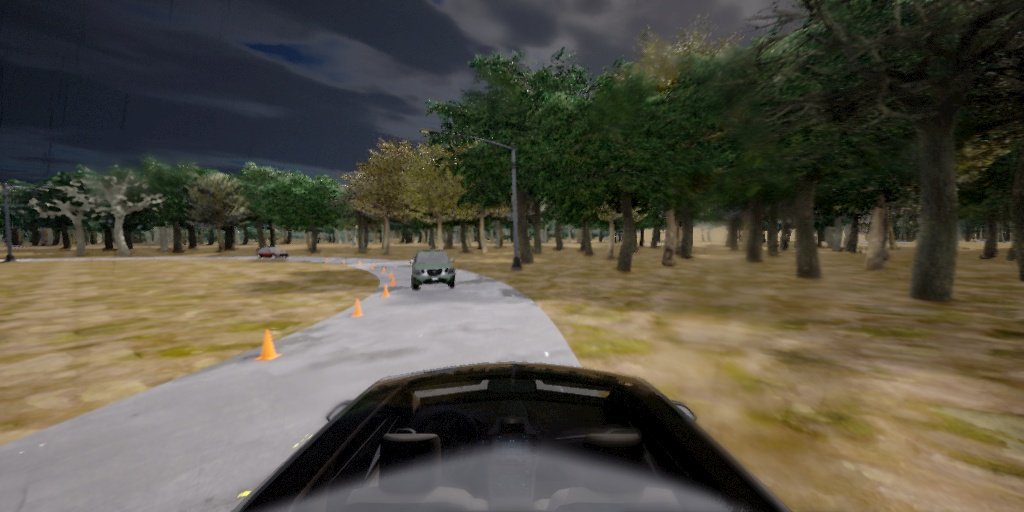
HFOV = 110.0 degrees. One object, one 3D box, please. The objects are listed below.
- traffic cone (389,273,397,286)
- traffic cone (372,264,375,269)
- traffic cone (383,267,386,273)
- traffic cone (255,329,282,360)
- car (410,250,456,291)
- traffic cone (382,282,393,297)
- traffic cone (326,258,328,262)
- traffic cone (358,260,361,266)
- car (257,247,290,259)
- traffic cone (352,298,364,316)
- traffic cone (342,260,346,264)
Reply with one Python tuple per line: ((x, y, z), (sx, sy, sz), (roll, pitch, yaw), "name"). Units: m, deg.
((-7.036, 1.475, 21.356), (0.340, 0.580, 0.340), (0, 0, -17), "traffic cone")
((-13.183, 0.943, 34.056), (0.340, 0.580, 0.340), (0, 0, -34), "traffic cone")
((-10.706, 1.141, 30.039), (0.340, 0.580, 0.340), (0, 0, -29), "traffic cone")
((-4.992, 1.792, 7.353), (0.340, 0.580, 0.340), (0, 0, 0), "traffic cone")
((-4.532, 0.700, 20.360), (2.150, 2.045, 5.566), (-2, 2, -15), "car")
((-5.882, 1.607, 16.778), (0.340, 0.580, 0.340), (0, 0, -11), "traffic cone")
((-22.865, 0.445, 44.327), (0.340, 0.580, 0.340), (0, 0, 38), "traffic cone")
((-16.057, 0.750, 37.801), (0.340, 0.580, 0.340), (0, 0, -40), "traffic cone")
((-34.808, -0.474, 52.311), (4.553, 1.767, 2.097), (1, 4, 21), "car")
((-5.199, 1.714, 12.105), (0.340, 0.580, 0.340), (0, 0, -5), "traffic cone")
((-19.295, 0.584, 41.237), (0.340, 0.580, 0.340), (0, 0, 44), "traffic cone")
